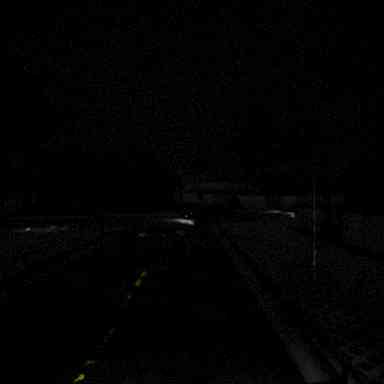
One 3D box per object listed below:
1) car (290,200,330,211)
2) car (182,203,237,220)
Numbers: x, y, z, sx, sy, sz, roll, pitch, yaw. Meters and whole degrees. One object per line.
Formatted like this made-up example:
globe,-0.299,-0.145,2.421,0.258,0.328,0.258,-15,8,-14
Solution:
car,13.816,1.638,38.558,5.357,1.411,2.033,-1,3,-32
car,1.725,1.764,31.342,5.357,1.411,2.033,-1,3,-32
